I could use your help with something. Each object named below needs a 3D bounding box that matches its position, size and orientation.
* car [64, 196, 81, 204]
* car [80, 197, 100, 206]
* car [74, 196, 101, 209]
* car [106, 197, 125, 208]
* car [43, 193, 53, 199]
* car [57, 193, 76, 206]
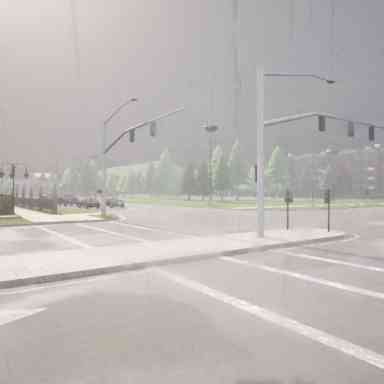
[{"bbox_3d":[-22.907,1.564,63.687,1.994,1.385,4.181,0,0,-36],"label":"car"},{"bbox_3d":[-17.101,1.564,55.592,1.994,1.385,4.181,0,0,-36],"label":"car"},{"bbox_3d":[-14.149,1.601,45.552,1.895,1.301,4.718,0,0,-36],"label":"car"},{"bbox_3d":[-11.342,1.491,47.647,2.128,1.511,4.902,0,0,-36],"label":"car"},{"bbox_3d":[-26.758,1.220,63.050,2.150,2.045,5.566,0,0,-36],"label":"car"},{"bbox_3d":[-19.858,1.221,53.429,2.150,2.045,5.566,0,0,-36],"label":"car"}]
